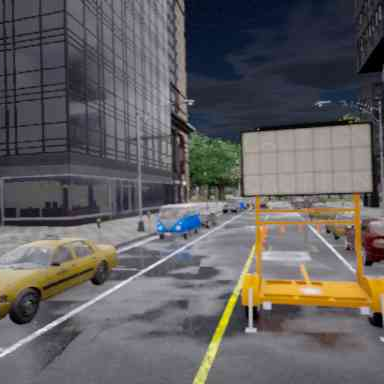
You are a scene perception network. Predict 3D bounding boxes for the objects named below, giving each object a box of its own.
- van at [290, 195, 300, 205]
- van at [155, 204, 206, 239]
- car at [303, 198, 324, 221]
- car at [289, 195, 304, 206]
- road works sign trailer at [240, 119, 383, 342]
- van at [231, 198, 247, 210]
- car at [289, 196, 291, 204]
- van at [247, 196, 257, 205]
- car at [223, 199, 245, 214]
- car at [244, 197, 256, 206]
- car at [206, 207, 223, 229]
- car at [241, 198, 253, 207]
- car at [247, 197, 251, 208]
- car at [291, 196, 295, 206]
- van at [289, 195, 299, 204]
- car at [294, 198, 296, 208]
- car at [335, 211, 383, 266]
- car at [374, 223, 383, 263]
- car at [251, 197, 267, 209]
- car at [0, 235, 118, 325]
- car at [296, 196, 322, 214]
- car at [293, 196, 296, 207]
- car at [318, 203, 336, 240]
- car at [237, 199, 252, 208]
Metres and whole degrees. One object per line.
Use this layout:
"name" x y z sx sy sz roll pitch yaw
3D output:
"van" 19.698 1.460 63.668 1.690 1.788 3.998 -2 -1 14
"van" -0.674 1.559 18.363 1.690 1.788 3.998 -2 -1 14
"car" 10.322 1.512 26.952 1.752 1.417 4.829 -2 -1 14
"car" 18.351 1.414 58.400 2.192 1.841 5.009 -2 -1 14
"road works sign trailer" 2.224 0.470 6.547 2.380 3.560 2.880 -2 -1 14
"van" 6.057 1.648 44.704 1.690 1.788 3.998 -2 -1 14
"car" 17.009 1.519 53.130 1.967 1.590 4.097 -2 -1 14
"van" 12.789 1.747 71.045 1.690 1.788 3.998 -2 -1 14
"car" 4.718 1.855 39.433 1.947 1.339 4.313 -2 -1 14
"car" 11.446 1.826 65.775 1.967 1.590 4.097 -2 -1 14
"car" 0.678 1.786 23.629 2.008 1.369 4.403 -2 -1 14
"car" 10.060 1.890 60.342 1.752 1.417 4.829 -2 -1 14
"car" 7.367 1.851 49.805 1.752 1.417 4.829 -2 -1 14
"car" 15.666 1.605 47.861 1.887 1.381 4.507 -2 -1 14
"van" 21.045 1.481 68.936 1.690 1.788 3.998 -2 -1 14
"car" 12.973 1.573 37.324 2.008 1.369 4.403 -2 -1 14
"car" 6.241 1.479 10.983 1.887 1.381 4.507 -2 -1 14
"car" 4.895 1.463 5.715 1.887 1.381 4.507 -2 -1 14
"car" 10.163 1.719 49.596 1.882 1.535 5.008 -2 -1 14
"car" -3.403 1.709 7.659 1.752 1.417 4.829 -2 -1 14
"car" 11.619 1.319 32.058 2.192 1.841 5.009 -2 -1 14
"car" 14.361 1.567 42.757 1.752 1.417 4.829 -2 -1 14
"car" 7.629 1.477 16.416 1.752 1.417 4.829 -2 -1 14
"car" 8.757 1.911 55.237 1.947 1.339 4.313 -2 -1 14
